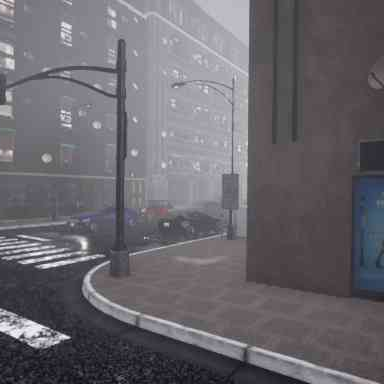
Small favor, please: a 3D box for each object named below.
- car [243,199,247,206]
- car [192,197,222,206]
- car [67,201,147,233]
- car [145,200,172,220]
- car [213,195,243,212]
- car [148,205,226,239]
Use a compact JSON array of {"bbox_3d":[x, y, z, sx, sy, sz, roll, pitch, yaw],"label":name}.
[{"bbox_3d":[6.362,1.483,40.522,1.802,1.307,4.206,1,1,35],"label":"car"},{"bbox_3d":[1.075,1.476,28.698,1.812,1.442,4.674,1,1,35],"label":"car"},{"bbox_3d":[-5.128,1.488,19.849,1.812,1.442,4.674,1,1,35],"label":"car"},{"bbox_3d":[-3.267,1.362,26.799,1.967,1.590,4.097,1,1,35],"label":"car"},{"bbox_3d":[3.155,1.224,35.946,2.192,1.841,5.009,1,1,35],"label":"car"},{"bbox_3d":[-0.029,1.599,17.700,1.947,1.339,4.313,1,1,35],"label":"car"}]
